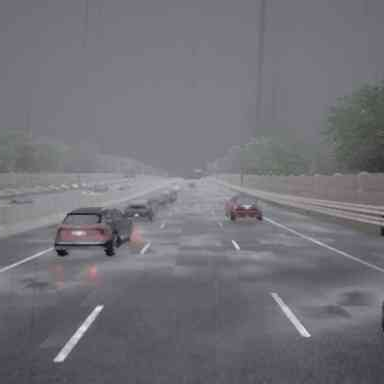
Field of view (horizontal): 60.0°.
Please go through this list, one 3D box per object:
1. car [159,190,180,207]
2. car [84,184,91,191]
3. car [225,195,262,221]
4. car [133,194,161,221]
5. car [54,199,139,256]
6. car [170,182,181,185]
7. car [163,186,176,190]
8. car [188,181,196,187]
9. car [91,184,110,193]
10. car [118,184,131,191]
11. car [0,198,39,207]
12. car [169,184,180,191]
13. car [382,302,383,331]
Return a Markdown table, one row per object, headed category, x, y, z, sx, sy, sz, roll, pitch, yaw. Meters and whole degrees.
| category | x | y | z | sx | sy | sz | roll | pitch | yaw |
| --- | --- | --- | --- | --- | --- | --- | --- | --- | --- |
| car | -3.065 | 0.860 | 35.343 | 1.895 | 1.301 | 4.718 | 1 | 2 | 15 |
| car | -21.004 | -1.000 | 69.635 | 1.882 | 1.535 | 5.008 | 0 | 3 | 0 |
| car | 3.599 | 1.007 | 23.897 | 2.097 | 1.767 | 4.553 | 0 | 1 | 0 |
| car | -3.501 | 1.162 | 23.541 | 1.837 | 1.490 | 4.892 | 0 | 2 | 0 |
| car | -3.500 | 1.307 | 12.552 | 2.033 | 1.649 | 4.856 | 0 | 1 | 0 |
| car | -3.504 | -1.041 | 67.516 | 2.150 | 2.045 | 5.566 | 0 | 3 | 0 |
| car | -3.502 | 0.341 | 45.520 | 1.812 | 1.442 | 4.674 | 0 | 3 | 0 |
| car | -0.006 | -1.974 | 88.861 | 1.837 | 1.490 | 4.892 | 0 | 3 | 0 |
| car | -17.503 | -0.648 | 65.066 | 2.033 | 1.411 | 5.357 | 0 | 3 | 0 |
| car | -14.004 | -0.938 | 69.638 | 2.033 | 1.411 | 5.357 | 0 | 3 | 0 |
| car | -14.086 | 1.168 | 26.728 | 1.895 | 1.301 | 4.718 | 0 | 2 | 0 |
| car | -3.503 | -0.137 | 56.513 | 1.994 | 1.385 | 4.181 | 0 | 3 | 0 |
| car | 3.600 | 1.480 | 2.741 | 1.837 | 1.490 | 4.892 | 0 | 1 | 0 |
